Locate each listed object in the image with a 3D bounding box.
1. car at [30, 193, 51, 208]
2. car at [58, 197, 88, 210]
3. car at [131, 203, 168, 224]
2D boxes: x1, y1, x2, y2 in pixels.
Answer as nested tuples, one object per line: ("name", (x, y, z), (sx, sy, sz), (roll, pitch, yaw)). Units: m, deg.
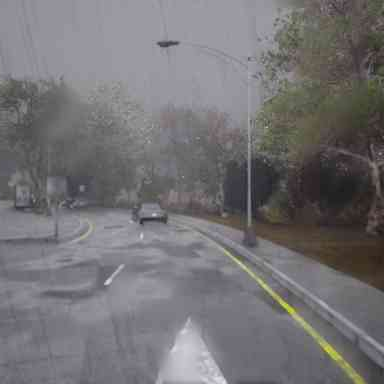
("car", (-18.673, 0.945, 39.458), (4.553, 1.767, 2.097), (2, 1, 40))
("car", (-13.846, 1.262, 38.730), (4.181, 1.385, 1.994), (2, 1, 43))
("car", (-3.081, 1.431, 23.527), (1.994, 1.385, 4.181), (0, 0, -18))
